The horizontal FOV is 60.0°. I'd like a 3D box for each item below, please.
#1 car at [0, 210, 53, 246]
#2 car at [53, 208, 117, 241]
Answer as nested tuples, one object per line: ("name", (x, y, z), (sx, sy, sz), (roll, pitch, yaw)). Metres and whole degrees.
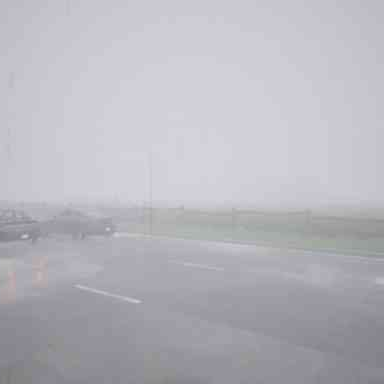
("car", (-8.450, 1.511, 14.320), (4.902, 1.511, 2.128), (0, 0, 36))
("car", (-5.760, 1.544, 16.686), (4.674, 1.442, 1.812), (0, 0, 35))
